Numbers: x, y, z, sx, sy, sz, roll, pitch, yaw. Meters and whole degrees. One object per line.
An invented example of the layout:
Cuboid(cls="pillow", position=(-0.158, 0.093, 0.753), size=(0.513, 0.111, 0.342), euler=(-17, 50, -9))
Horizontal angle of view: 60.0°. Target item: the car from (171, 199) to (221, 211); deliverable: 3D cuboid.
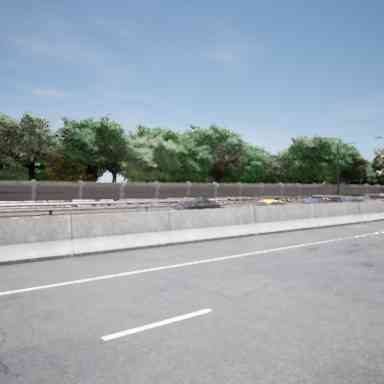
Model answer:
Cuboid(cls="car", position=(0.404, 1.380, 30.072), size=(4.892, 1.490, 1.837), euler=(-1, 0, -36))

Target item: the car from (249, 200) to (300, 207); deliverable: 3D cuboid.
Cuboid(cls="car", position=(5.656, 1.343, 25.222), size=(5.008, 1.535, 1.882), euler=(0, 0, -36))

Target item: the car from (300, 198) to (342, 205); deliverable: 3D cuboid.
Cuboid(cls="car", position=(12.912, 1.333, 34.714), size=(5.357, 1.411, 2.033), euler=(0, 0, -36))

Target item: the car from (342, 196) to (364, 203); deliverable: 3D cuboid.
Cuboid(cls="car", position=(21.545, 1.261, 45.185), size=(4.181, 1.385, 1.994), euler=(0, 0, -35))
